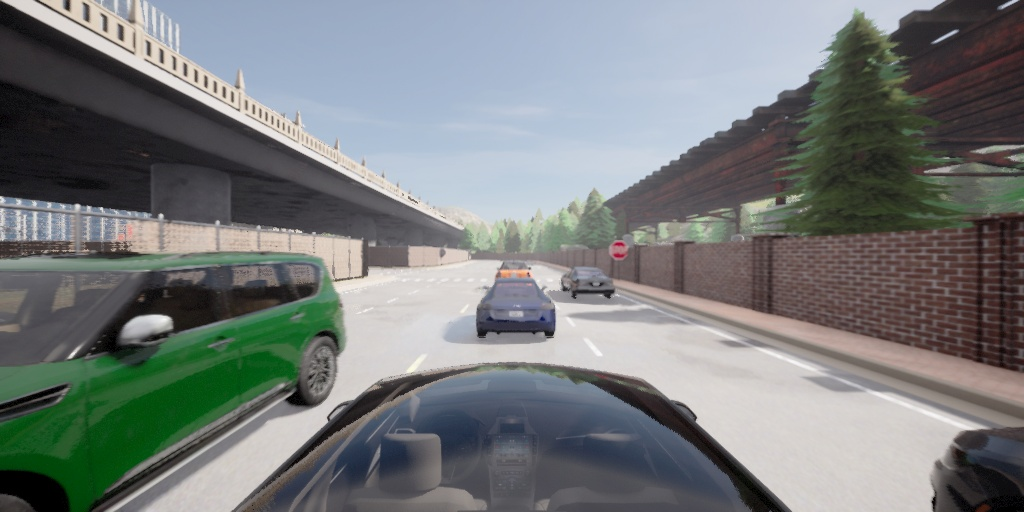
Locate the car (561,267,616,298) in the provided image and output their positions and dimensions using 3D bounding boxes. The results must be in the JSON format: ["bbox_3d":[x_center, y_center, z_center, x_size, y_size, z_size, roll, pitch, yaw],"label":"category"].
[{"bbox_3d":[3.599,1.238,17.834,2.033,1.411,5.357,0,0,0],"label":"car"}]

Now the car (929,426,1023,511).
[{"bbox_3d":[3.587,1.259,0.220,1.837,1.490,4.892,0,0,0],"label":"car"}]

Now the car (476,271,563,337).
[{"bbox_3d":[0.097,1.283,10.176,1.994,1.385,4.181,0,0,0],"label":"car"}]

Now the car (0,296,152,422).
[{"bbox_3d":[-7.098,1.344,3.770,1.895,1.301,4.718,0,0,0],"label":"car"}]

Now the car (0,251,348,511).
[{"bbox_3d":[-3.599,0.966,3.272,2.150,2.045,5.566,0,0,0],"label":"car"}]

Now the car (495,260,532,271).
[{"bbox_3d":[0.101,1.031,20.976,2.097,1.767,4.553,0,0,0],"label":"car"}]
